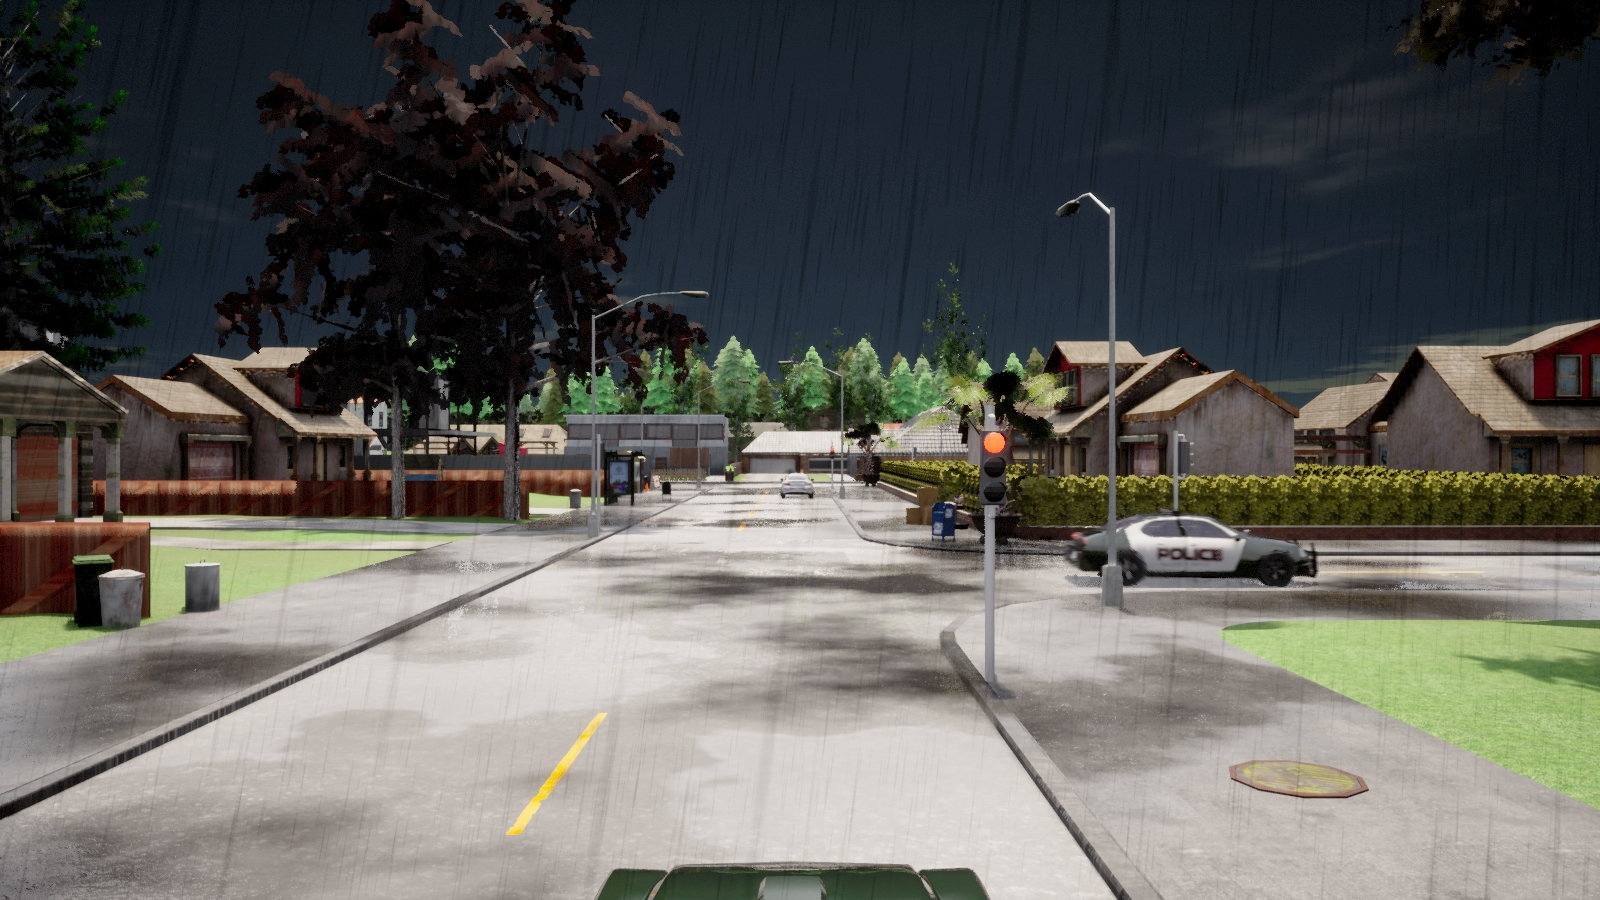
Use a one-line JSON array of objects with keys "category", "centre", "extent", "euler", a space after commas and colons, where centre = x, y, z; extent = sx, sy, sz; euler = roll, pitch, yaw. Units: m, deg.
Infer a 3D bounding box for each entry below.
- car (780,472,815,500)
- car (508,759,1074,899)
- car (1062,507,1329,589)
[{"category": "car", "centre": [-0.164, 2.081, 66.907], "extent": [2.002, 1.442, 4.674], "euler": [0, 0, 0]}, {"category": "car", "centre": [-0.028, 2.155, 3.193], "extent": [1.895, 1.301, 4.718], "euler": [0, 0, 0]}, {"category": "car", "centre": [8.253, 2.037, 24.217], "extent": [4.974, 1.542, 2.038], "euler": [0, 0, 3]}]
